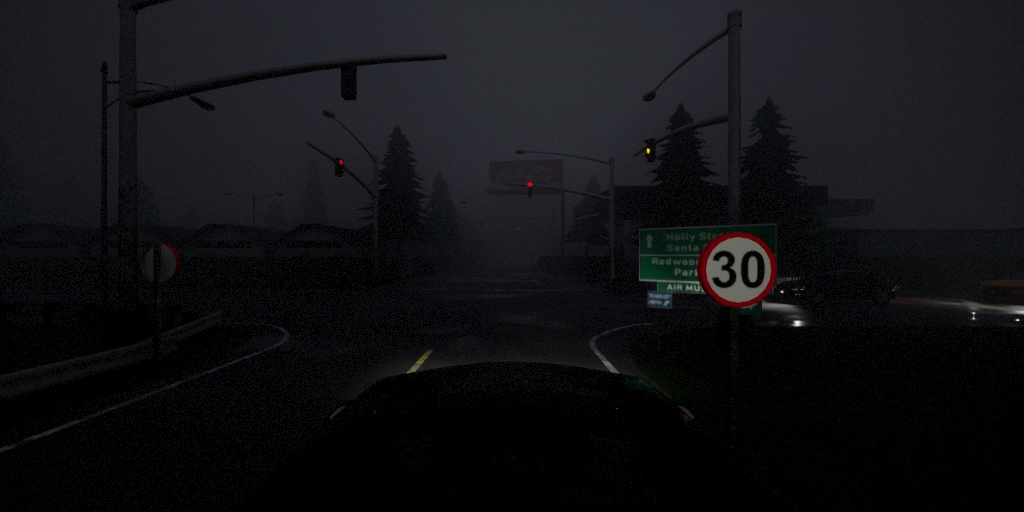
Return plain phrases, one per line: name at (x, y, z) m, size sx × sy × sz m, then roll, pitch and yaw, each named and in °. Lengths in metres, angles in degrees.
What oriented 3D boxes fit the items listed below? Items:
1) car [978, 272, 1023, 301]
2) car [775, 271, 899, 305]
car at (25.131, 1.419, 16.803) m, size 5.008 × 1.535 × 1.882 m, roll 0°, pitch 0°, yaw 1°
car at (15.195, 1.446, 16.931) m, size 4.892 × 1.490 × 1.837 m, roll 0°, pitch 0°, yaw 1°
